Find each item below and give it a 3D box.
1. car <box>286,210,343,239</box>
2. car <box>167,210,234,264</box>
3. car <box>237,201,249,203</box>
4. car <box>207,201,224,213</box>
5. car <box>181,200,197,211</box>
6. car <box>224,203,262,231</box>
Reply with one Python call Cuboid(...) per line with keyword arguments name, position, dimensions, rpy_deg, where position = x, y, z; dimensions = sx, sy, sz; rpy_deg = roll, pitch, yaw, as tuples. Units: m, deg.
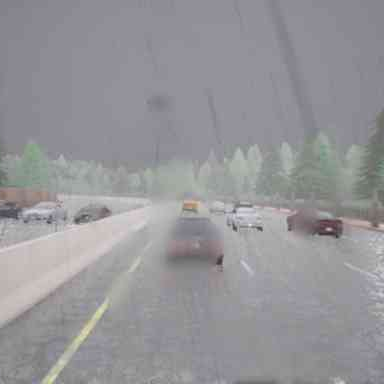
Cuboid(name="car", position=(7.005, 1.771, 19.527), dimensions=(1.882, 1.535, 5.008), rpy_deg=(1, 0, -1))
Cuboid(name="car", position=(0.079, 1.638, 12.144), dimensions=(2.033, 1.411, 5.357), rpy_deg=(1, 0, -1))
Cuboid(name="car", position=(6.594, 1.933, 43.185), dimensions=(1.882, 1.535, 5.008), rpy_deg=(2, 0, -3))
Cuboid(name="car", position=(3.124, 1.900, 42.245), dimensions=(1.812, 1.442, 4.674), rpy_deg=(1, 0, -3))
Cuboid(name="car", position=(-0.405, 1.782, 43.125), dimensions=(1.882, 1.535, 5.008), rpy_deg=(2, 0, -3))
Cuboid(name="car", position=(3.479, 1.763, 22.316), dimensions=(1.812, 1.442, 4.674), rpy_deg=(1, 0, -1))
